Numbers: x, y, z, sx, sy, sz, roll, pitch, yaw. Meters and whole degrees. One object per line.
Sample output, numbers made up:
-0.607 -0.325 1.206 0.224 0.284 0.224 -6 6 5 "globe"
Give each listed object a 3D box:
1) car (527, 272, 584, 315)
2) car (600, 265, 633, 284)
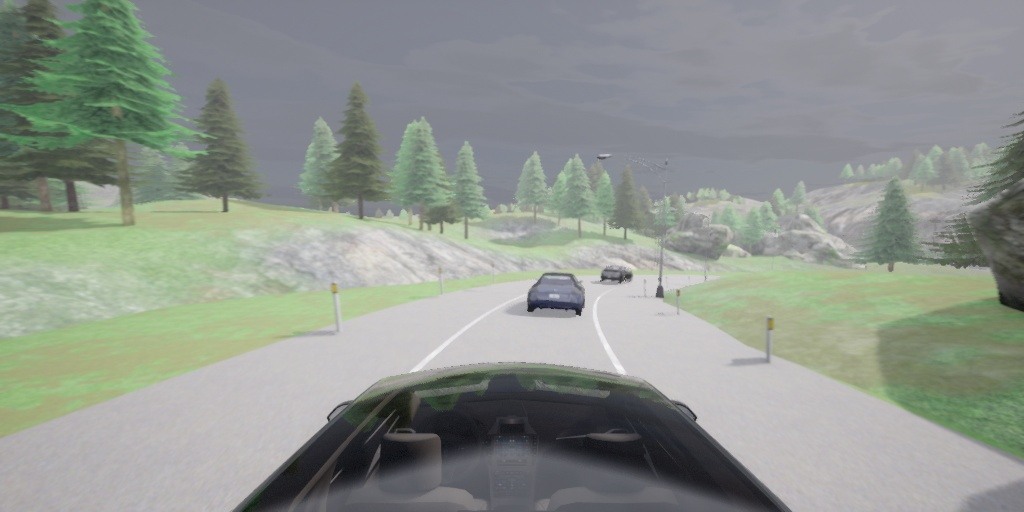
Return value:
1.782 1.303 13.838 1.994 1.385 4.181 2 0 11 "car"
9.316 1.606 31.589 2.128 1.511 4.902 4 1 32 "car"
